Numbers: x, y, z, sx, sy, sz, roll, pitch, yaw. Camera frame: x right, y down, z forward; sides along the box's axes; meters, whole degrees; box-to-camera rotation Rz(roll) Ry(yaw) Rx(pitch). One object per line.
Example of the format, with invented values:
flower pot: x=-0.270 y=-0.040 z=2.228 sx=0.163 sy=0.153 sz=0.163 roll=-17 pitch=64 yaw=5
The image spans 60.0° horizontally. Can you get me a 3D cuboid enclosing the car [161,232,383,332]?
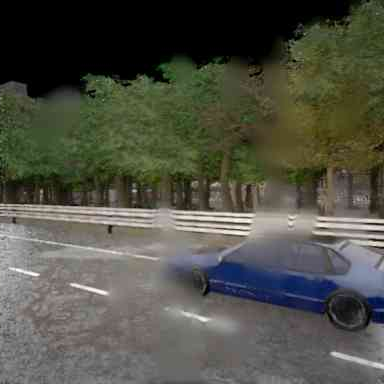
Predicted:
car: x=1.910 y=1.549 z=6.821 sx=5.357 sy=1.411 sz=2.033 roll=0 pitch=0 yaw=35
